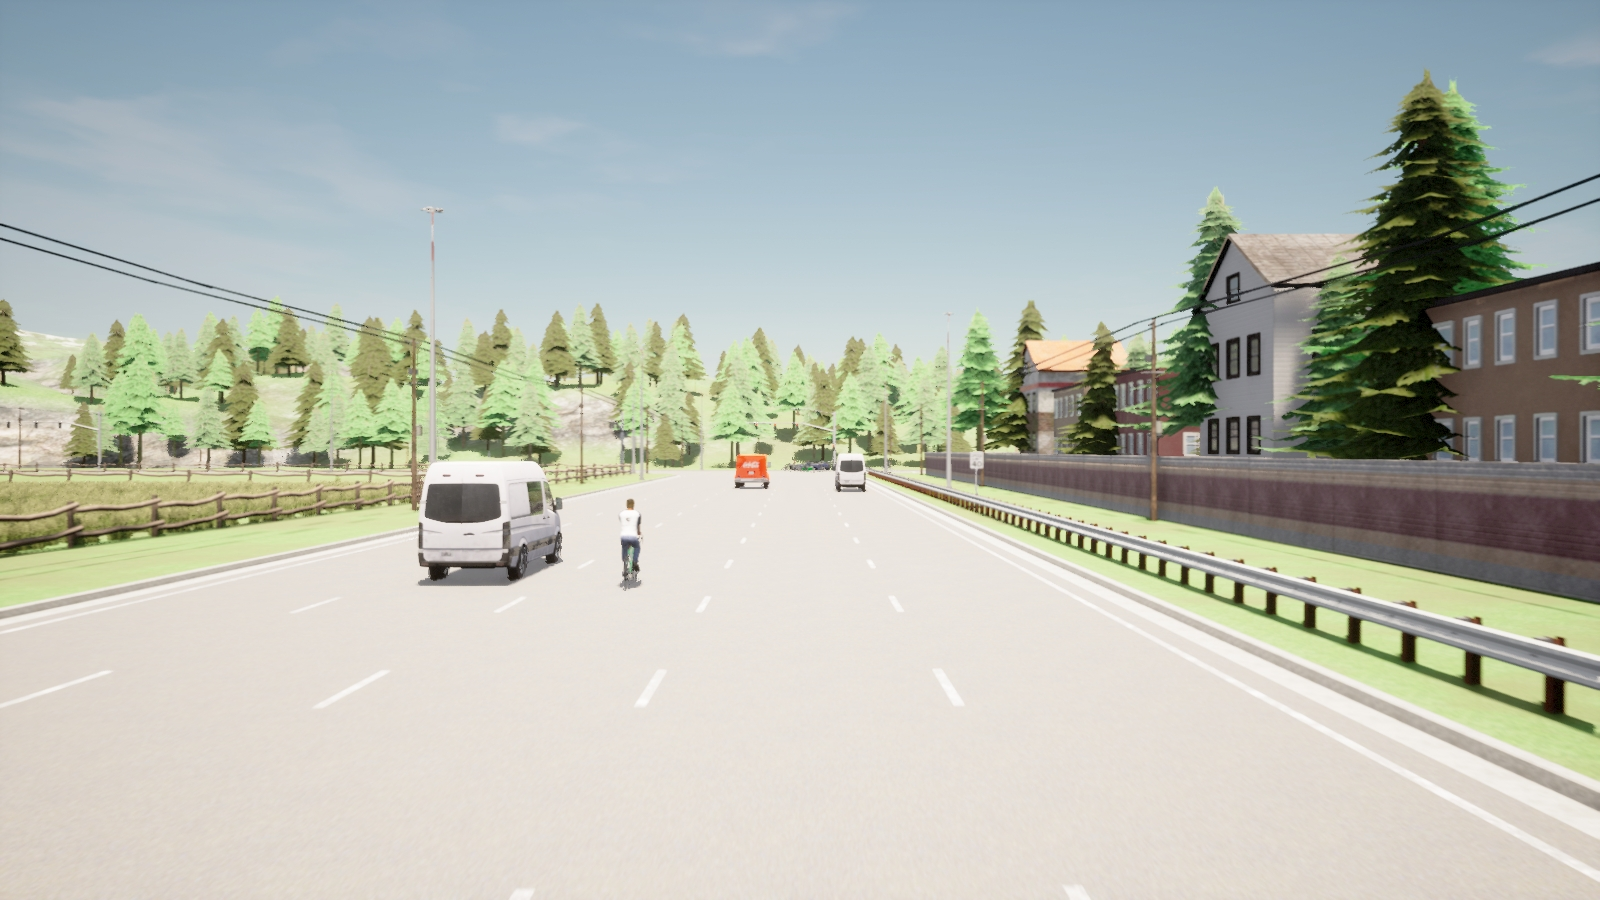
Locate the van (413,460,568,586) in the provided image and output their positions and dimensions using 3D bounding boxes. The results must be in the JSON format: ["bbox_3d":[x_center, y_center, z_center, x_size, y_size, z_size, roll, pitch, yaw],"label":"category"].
[{"bbox_3d":[-6.996,1.534,26.566,1.988,2.561,5.915,0,0,0],"label":"van"}]

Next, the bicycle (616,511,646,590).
[{"bbox_3d":[-3.500,2.056,23.696,0.373,1.496,1.643,0,0,0],"label":"bicycle"}]
